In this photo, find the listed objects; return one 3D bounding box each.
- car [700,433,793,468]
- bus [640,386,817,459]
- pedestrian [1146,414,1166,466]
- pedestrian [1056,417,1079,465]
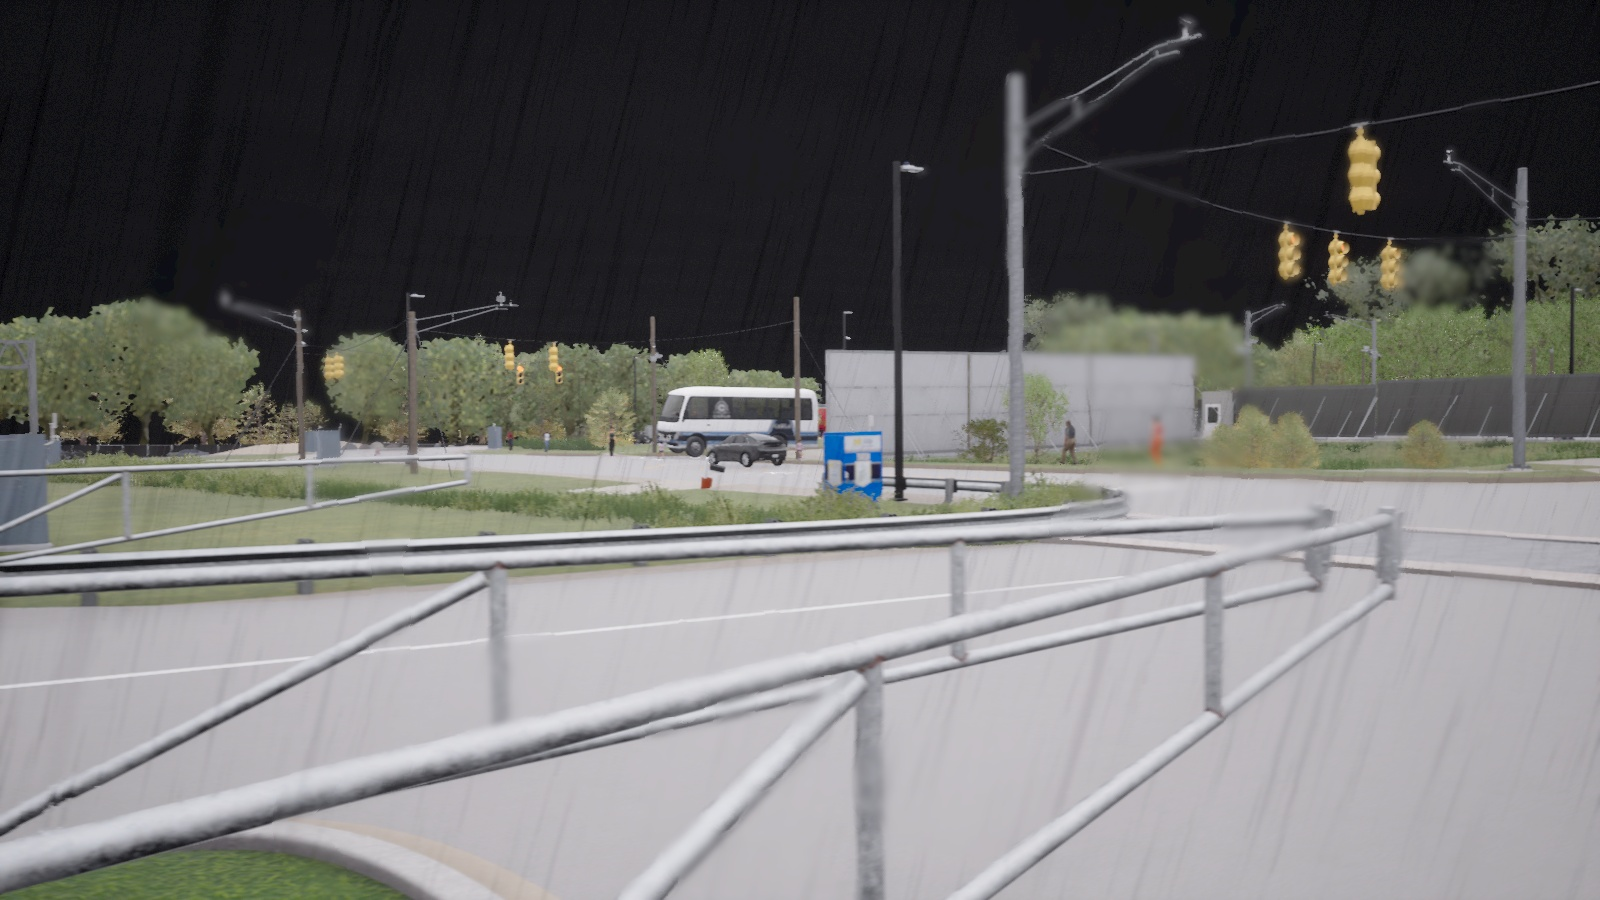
[{"bbox_3d":[-2.497,0.006,57.351,1.837,1.490,4.892,-2,2,-35],"label":"car"},{"bbox_3d":[-4.454,-1.779,78.775,10.273,4.253,3.944,-1,4,-29],"label":"bus"},{"bbox_3d":[12.666,-0.375,44.667,0.345,1.836,0.594,-3,3,-37],"label":"pedestrian"},{"bbox_3d":[10.467,-0.361,49.195,0.540,1.848,0.694,-2,3,-34],"label":"pedestrian"}]
